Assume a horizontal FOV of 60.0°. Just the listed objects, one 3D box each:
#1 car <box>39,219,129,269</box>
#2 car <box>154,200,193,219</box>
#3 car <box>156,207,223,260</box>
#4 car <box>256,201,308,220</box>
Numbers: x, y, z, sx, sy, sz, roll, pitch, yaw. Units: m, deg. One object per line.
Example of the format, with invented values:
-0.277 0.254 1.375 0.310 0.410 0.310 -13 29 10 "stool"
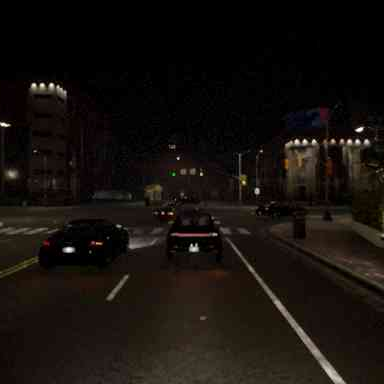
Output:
-3.429 1.594 11.282 1.994 1.385 4.181 0 0 0 "car"
-0.875 1.617 26.591 2.033 1.411 5.357 0 0 30 "car"
0.091 1.524 12.484 2.128 1.511 4.902 0 0 1 "car"
7.861 1.562 28.916 4.902 1.511 2.128 0 -1 -26 "car"
